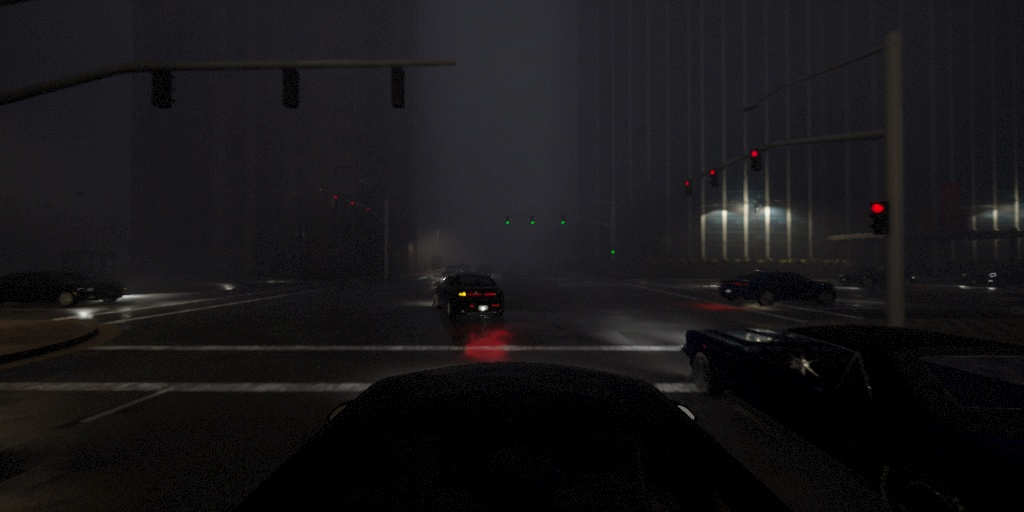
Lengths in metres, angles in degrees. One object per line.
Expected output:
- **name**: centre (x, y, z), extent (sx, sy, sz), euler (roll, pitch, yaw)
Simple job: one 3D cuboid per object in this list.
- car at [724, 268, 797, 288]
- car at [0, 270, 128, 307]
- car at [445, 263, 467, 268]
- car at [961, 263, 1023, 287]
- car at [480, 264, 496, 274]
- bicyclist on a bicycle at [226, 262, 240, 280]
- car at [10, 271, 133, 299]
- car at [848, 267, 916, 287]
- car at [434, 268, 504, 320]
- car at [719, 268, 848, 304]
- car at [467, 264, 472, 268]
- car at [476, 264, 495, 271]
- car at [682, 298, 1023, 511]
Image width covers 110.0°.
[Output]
- **car**: centre (18.705, 1.616, 27.118), extent (4.181, 1.385, 1.994), euler (0, -1, -1)
- **car**: centre (-20.500, 1.398, 16.027), extent (5.008, 1.535, 1.882), euler (0, -1, -2)
- **car**: centre (-7.093, 1.776, 43.803), extent (1.812, 1.442, 4.674), euler (0, -1, 0)
- **car**: centre (37.390, 1.406, 27.299), extent (4.553, 1.767, 2.097), euler (0, -1, 0)
- **car**: centre (-3.557, 1.936, 54.028), extent (1.994, 1.385, 4.181), euler (0, -1, 0)
- **bicyclist on a bicycle**: centre (-26.421, 1.435, 33.946), extent (0.582, 1.620, 1.656), euler (0, 0, -1)
- **car**: centre (-23.749, 1.525, 19.490), extent (4.181, 1.385, 1.994), euler (0, -1, -1)
- **car**: centre (27.557, 1.558, 27.208), extent (4.892, 1.490, 1.837), euler (0, -1, -1)
- **car**: centre (-1.739, 1.397, 13.553), extent (1.837, 1.490, 4.892), euler (1, -1, -20)
- **car**: centre (12.051, 1.401, 16.333), extent (5.008, 1.535, 1.882), euler (0, -2, -10)
- **car**: centre (-7.064, 1.865, 53.059), extent (1.837, 1.490, 4.892), euler (0, -1, 0)
- **car**: centre (-3.592, 1.837, 45.673), extent (1.994, 1.385, 4.181), euler (0, -1, 0)
- **car**: centre (3.665, 1.375, 3.733), extent (1.895, 1.301, 4.718), euler (0, -1, 1)
